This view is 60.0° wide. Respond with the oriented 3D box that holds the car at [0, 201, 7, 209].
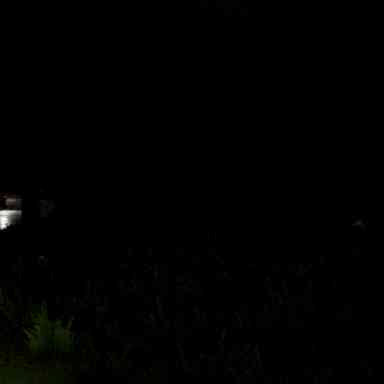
[{"bbox_3d":[-17.412,0.634,29.374,1.812,1.442,4.674,0,5,-29],"label":"car"}]
